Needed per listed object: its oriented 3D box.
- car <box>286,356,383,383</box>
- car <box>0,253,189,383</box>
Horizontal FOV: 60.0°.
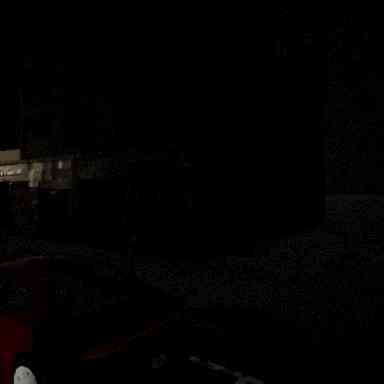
[{"bbox_3d":[2.358,1.567,1.396,4.313,1.339,1.947,0,0,36],"label":"car"},{"bbox_3d":[-2.141,1.542,4.607,4.507,1.381,1.887,0,0,36],"label":"car"}]
